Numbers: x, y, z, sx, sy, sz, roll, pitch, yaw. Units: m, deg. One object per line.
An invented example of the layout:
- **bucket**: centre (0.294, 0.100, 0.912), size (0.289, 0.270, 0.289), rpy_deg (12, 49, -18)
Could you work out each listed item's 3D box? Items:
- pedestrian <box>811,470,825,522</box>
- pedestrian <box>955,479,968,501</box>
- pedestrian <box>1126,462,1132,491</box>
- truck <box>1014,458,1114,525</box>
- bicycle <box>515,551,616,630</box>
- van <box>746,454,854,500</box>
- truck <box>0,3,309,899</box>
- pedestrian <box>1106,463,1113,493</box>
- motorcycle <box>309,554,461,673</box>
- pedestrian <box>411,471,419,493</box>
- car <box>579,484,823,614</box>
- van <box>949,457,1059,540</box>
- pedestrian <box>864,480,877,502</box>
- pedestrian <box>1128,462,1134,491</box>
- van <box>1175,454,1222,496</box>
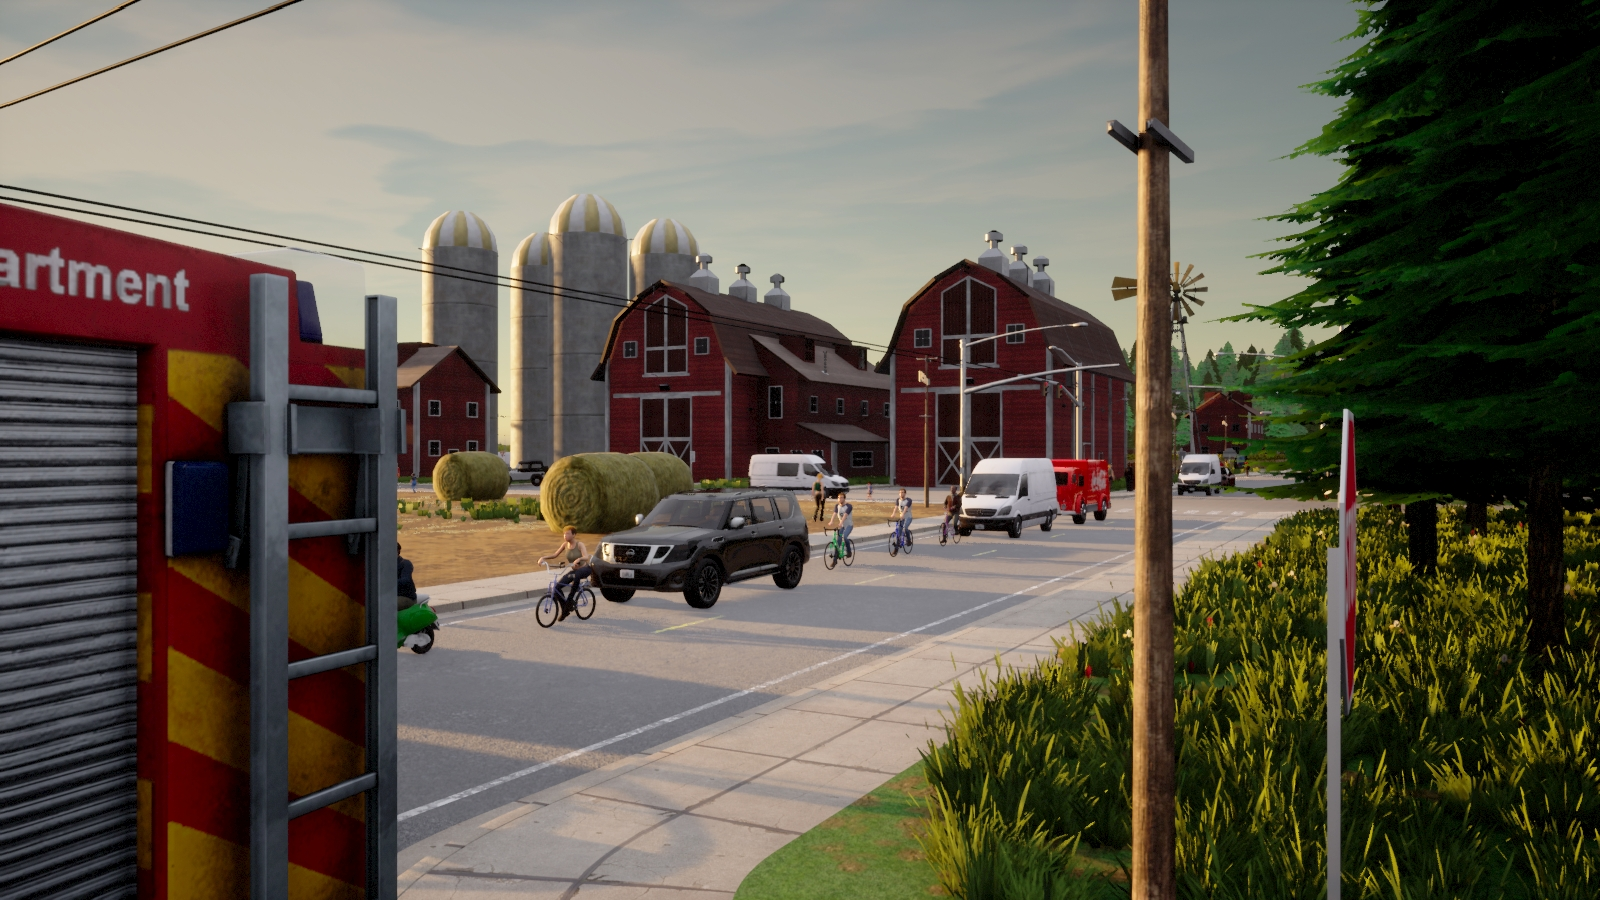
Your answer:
- **pedestrian**: centre (0.668, 1.681, 41.923), size (0.375, 1.860, 0.375), rpy_deg (0, 0, 27)
- **pedestrian**: centre (8.232, 2.051, 58.153), size (0.500, 1.100, 0.500), rpy_deg (0, 0, 30)
- **pedestrian**: centre (21.100, 1.695, 73.270), size (0.375, 1.860, 0.375), rpy_deg (0, 0, 22)
- **truck**: centre (10.574, 1.568, 45.387), size (2.627, 2.467, 5.204), rpy_deg (0, 0, 28)
- **bicycle**: centre (-3.798, 2.256, 18.610), size (0.859, 1.080, 1.487), rpy_deg (0, 0, 28)
- **van**: centre (-0.011, 1.504, 65.564), size (5.915, 2.561, 1.988), rpy_deg (0, 0, 27)
- **truck**: centre (-6.021, 0.867, 3.733), size (8.468, 3.827, 2.891), rpy_deg (0, 0, 20)
- **pedestrian**: centre (18.760, 1.696, 69.244), size (0.375, 1.860, 0.375), rpy_deg (0, 0, 28)
- **motorcycle**: centre (-5.537, 2.142, 15.341), size (0.856, 1.316, 1.805), rpy_deg (0, 0, 28)
- **pedestrian**: centre (-23.646, 1.951, 70.157), size (0.375, 1.300, 0.375), rpy_deg (0, 0, 42)
- **car**: centre (-1.725, 1.779, 22.456), size (2.150, 2.045, 5.566), rpy_deg (0, 0, 27)
- **van**: centre (7.076, 1.534, 38.965), size (1.988, 2.561, 5.915), rpy_deg (0, 0, 28)
- **pedestrian**: centre (3.535, 2.054, 57.429), size (0.500, 1.100, 0.500), rpy_deg (0, 0, 20)
- **pedestrian**: centre (21.421, 1.694, 73.937), size (0.375, 1.860, 0.375), rpy_deg (0, 0, 21)
- **van**: centre (25.698, 1.534, 73.537), size (1.988, 2.561, 5.915), rpy_deg (0, 0, 28)
